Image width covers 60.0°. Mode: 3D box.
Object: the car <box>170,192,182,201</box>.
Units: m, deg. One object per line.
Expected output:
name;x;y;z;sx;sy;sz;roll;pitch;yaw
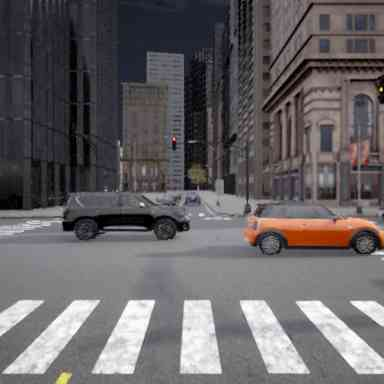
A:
car;-3.007;0.768;63.445;1.882;1.535;5.008;0;1;0

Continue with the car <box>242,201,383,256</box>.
car;4.116;1.143;11.593;4.553;1.767;2.097;0;0;0

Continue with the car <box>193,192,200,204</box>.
car;0.109;0.809;47.050;2.097;1.767;4.553;0;1;0

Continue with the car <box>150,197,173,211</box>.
car;-3.059;1.193;34.492;1.895;1.301;4.718;0;1;0

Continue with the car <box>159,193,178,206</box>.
car;-3.066;0.982;43.887;2.128;1.511;4.902;0;1;0

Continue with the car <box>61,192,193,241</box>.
car;-2.875;1.008;14.830;5.566;2.045;2.150;0;0;0

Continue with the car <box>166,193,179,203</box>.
car;-3.055;0.897;53.297;1.837;1.490;4.892;0;1;0

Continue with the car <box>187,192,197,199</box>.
car;-0.022;0.699;75.767;2.128;1.511;4.902;0;1;0
